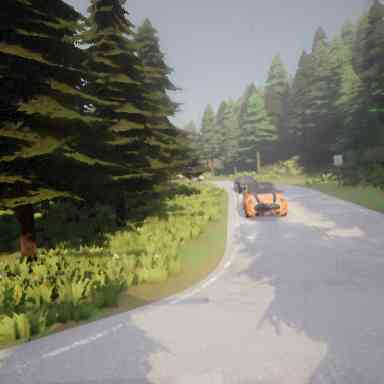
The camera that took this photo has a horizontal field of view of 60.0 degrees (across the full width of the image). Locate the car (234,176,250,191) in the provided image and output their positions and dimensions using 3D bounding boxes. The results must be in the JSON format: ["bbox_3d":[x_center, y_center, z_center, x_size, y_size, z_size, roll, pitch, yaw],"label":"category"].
[{"bbox_3d":[5.055,-0.756,31.103,2.128,1.511,4.902,-3,5,2],"label":"car"}]

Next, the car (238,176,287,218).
[{"bbox_3d":[3.915,0.279,18.533,2.097,1.767,4.553,-3,5,6],"label":"car"}]
